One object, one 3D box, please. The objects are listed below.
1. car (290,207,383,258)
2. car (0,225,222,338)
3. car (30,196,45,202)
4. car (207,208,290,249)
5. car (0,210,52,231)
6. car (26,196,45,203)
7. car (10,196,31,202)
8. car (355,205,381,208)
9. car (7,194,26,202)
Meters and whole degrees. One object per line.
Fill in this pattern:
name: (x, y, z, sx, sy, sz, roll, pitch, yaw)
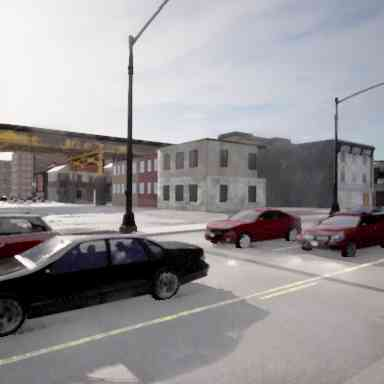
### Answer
car: (6.115, 1.520, 12.925, 4.674, 1.442, 1.812, 0, 0, -36)
car: (-2.123, 1.552, 6.808, 5.357, 1.411, 2.033, 0, 0, -37)
car: (-35.875, 1.612, 77.211, 1.853, 1.218, 4.536, 1, 0, -6)
car: (2.821, 1.478, 14.842, 5.008, 1.535, 1.882, 0, 0, -37)
car: (-5.703, 1.356, 8.500, 4.553, 1.767, 2.097, 0, 0, -37)
car: (-35.870, 1.770, 77.158, 2.038, 1.542, 4.974, 1, 0, -6)
car: (-39.644, 1.572, 77.035, 4.536, 1.218, 1.853, 0, 0, 24)
car: (10.837, 1.521, 20.782, 4.181, 1.385, 1.994, 0, 0, -37)
car: (-39.598, 1.730, 77.013, 4.974, 1.542, 2.038, 0, 0, 24)
